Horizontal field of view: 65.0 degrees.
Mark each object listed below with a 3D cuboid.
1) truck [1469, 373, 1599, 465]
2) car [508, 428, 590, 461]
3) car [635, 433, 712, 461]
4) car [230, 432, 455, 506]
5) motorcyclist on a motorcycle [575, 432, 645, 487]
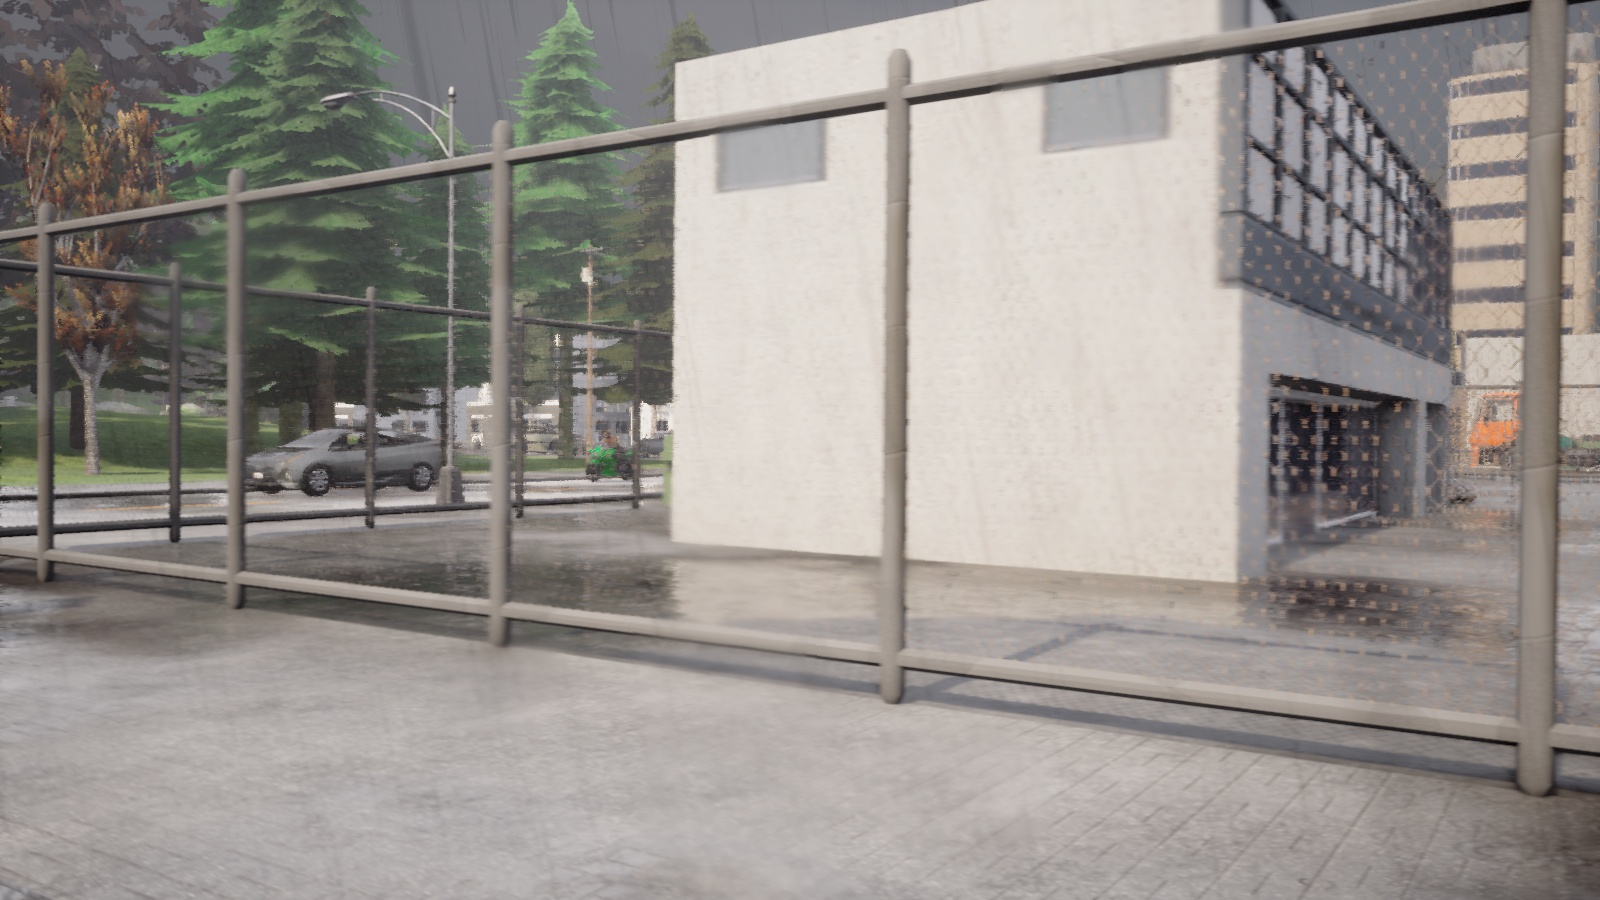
[{"bbox_3d":[30.364,-1.186,48.320,7.936,3.462,2.891,0,1,33],"label":"truck"},{"bbox_3d":[-14.664,-0.338,73.296,4.605,1.855,1.932,0,1,34],"label":"car"},{"bbox_3d":[-6.878,-0.187,68.169,3.806,1.475,1.970,0,1,34],"label":"car"},{"bbox_3d":[-10.310,0.372,28.639,2.007,1.525,4.514,0,1,33],"label":"car"},{"bbox_3d":[-5.425,0.263,36.004,0.797,1.523,2.044,0,1,33],"label":"motorcyclist on a motorcycle"}]
